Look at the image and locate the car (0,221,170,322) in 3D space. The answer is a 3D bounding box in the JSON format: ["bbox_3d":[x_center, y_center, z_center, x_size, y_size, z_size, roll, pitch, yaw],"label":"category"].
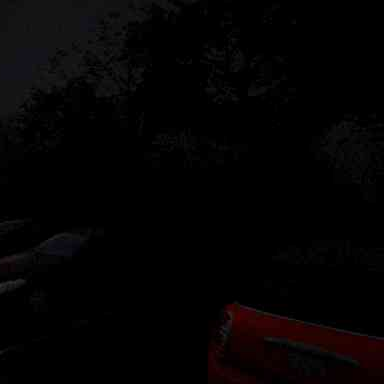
[{"bbox_3d":[-2.399,1.528,7.532,2.002,1.452,4.674,0,0,36],"label":"car"}]

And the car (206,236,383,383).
[{"bbox_3d":[2.114,1.355,4.270,2.185,1.767,4.553,0,0,35],"label":"car"}]

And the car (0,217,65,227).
[{"bbox_3d":[-4.665,1.496,9.154,2.097,1.535,5.008,0,0,36],"label":"car"}]
